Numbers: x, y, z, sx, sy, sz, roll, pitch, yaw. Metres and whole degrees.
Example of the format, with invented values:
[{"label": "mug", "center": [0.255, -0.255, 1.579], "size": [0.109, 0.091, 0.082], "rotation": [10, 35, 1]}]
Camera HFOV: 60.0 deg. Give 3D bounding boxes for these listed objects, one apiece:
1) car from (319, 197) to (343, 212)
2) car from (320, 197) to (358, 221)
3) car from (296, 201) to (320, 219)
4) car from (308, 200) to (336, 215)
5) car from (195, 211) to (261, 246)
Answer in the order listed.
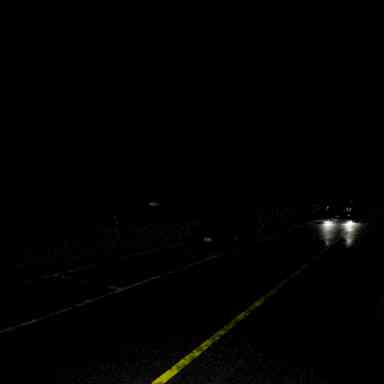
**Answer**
[{"label": "car", "center": [16.326, 1.442, 38.865], "size": [1.967, 1.590, 4.097], "rotation": [0, 0, 32]}, {"label": "car", "center": [12.468, 1.353, 27.730], "size": [2.097, 1.767, 4.553], "rotation": [0, 0, 32]}, {"label": "car", "center": [10.513, 1.583, 29.468], "size": [1.802, 1.307, 4.206], "rotation": [0, 0, 32]}, {"label": "car", "center": [13.420, 1.567, 34.167], "size": [1.947, 1.339, 4.313], "rotation": [0, 0, 32]}, {"label": "car", "center": [1.793, 1.566, 15.372], "size": [1.947, 1.339, 4.313], "rotation": [0, 0, 32]}]
